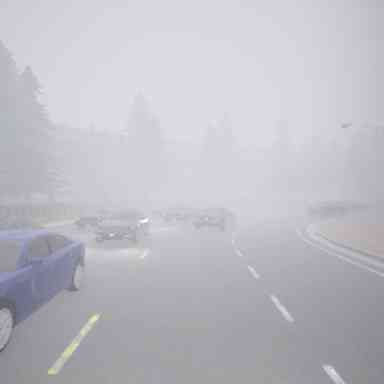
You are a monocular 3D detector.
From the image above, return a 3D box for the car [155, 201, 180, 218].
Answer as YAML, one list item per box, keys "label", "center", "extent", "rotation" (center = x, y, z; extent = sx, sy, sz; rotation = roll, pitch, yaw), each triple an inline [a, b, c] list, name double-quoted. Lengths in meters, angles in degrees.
- label: "car"
  center: [-1.899, 1.603, 31.421]
  extent: [1.882, 1.535, 5.008]
  rotation: [0, 0, 30]

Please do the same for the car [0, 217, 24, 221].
- label: "car"
  center: [-6.986, 1.613, 12.208]
  extent: [1.994, 1.385, 4.181]
  rotation: [0, 0, 1]

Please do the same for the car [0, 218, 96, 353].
- label: "car"
  center: [-3.571, 1.503, 6.290]
  extent: [1.882, 1.535, 5.008]
  rotation: [0, 0, 0]

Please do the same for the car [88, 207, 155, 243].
- label: "car"
  center: [-3.269, 1.571, 16.447]
  extent: [1.837, 1.490, 4.892]
  rotation: [0, 0, 3]

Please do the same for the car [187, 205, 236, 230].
- label: "car"
  center: [1.605, 1.635, 21.772]
  extent: [2.033, 1.411, 5.357]
  rotation: [0, 0, 18]

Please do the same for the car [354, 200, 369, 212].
- label: "car"
  center: [19.183, 1.651, 40.193]
  extent: [4.902, 1.511, 2.128]
  rotation: [0, 0, -22]

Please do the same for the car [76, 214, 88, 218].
- label: "car"
  center: [-5.770, 1.689, 22.061]
  extent: [1.895, 1.301, 4.718]
  rotation: [0, 0, 12]

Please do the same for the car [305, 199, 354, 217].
- label: "car"
  center: [13.629, 1.682, 33.442]
  extent: [5.357, 1.411, 2.033]
  rotation: [0, 0, -37]

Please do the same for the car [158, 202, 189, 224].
- label: "car"
  center: [-0.594, 1.706, 26.316]
  extent: [1.895, 1.301, 4.718]
  rotation: [0, 0, 21]
